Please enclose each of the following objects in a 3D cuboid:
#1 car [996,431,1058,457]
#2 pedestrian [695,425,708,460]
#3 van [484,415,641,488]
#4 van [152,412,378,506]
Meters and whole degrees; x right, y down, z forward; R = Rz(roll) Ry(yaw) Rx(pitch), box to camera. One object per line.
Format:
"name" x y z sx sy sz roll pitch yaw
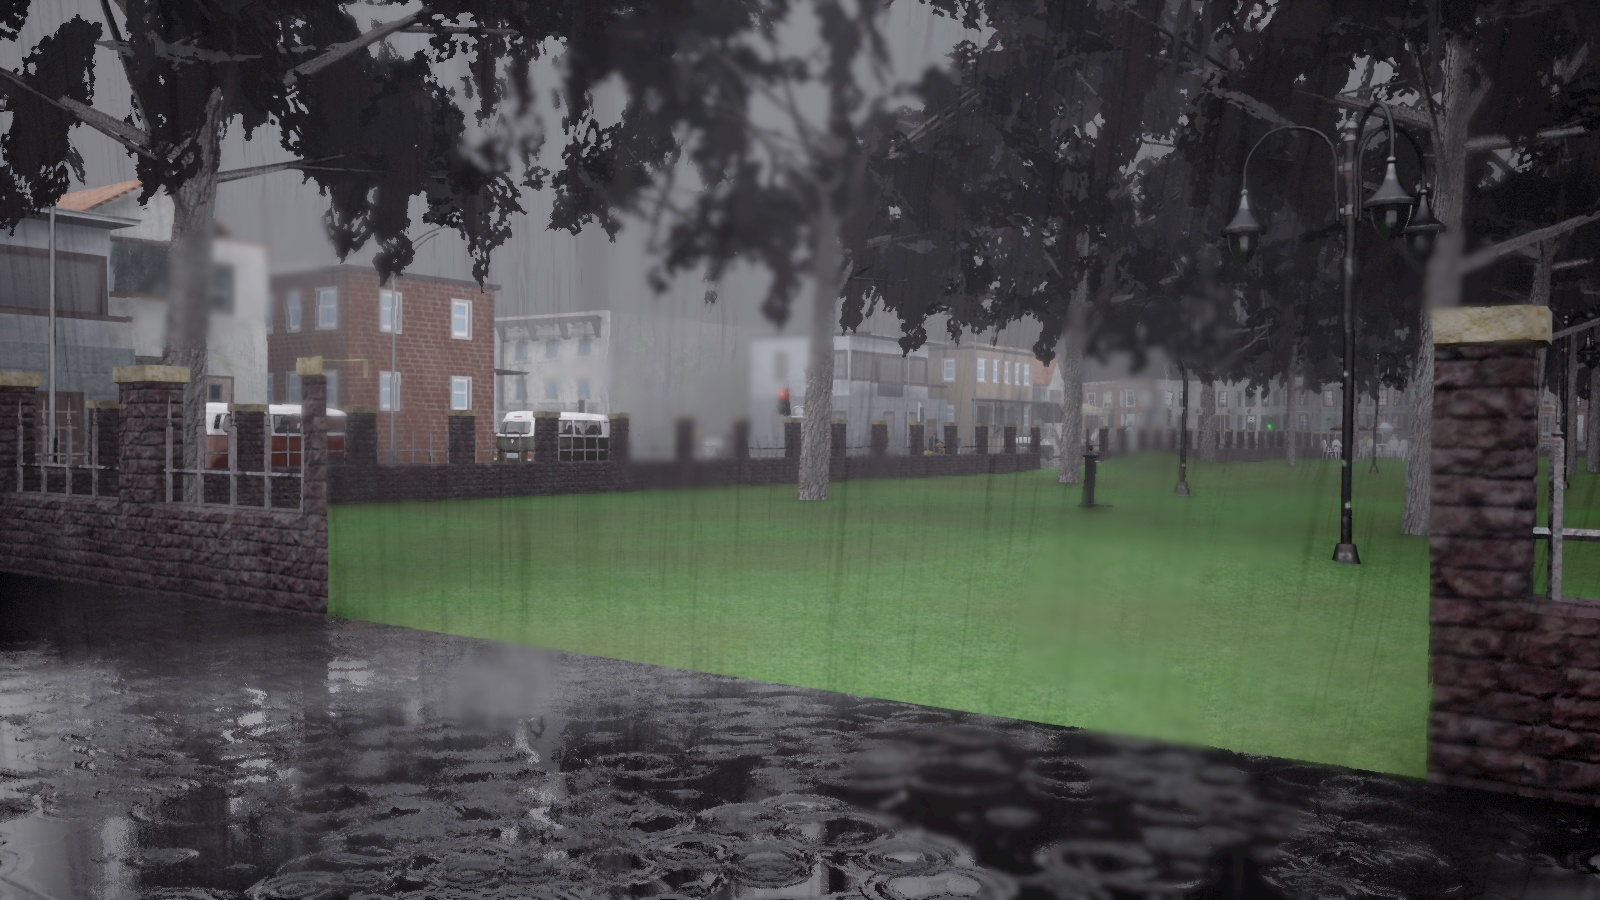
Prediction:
"car" 13.397 -0.373 73.902 1.812 1.442 4.674 0 1 35
"pedestrian" -5.225 -0.420 66.560 0.431 1.840 0.709 -1 1 -27
"van" -7.002 0.007 37.457 2.069 2.038 4.480 0 1 33
"van" -12.479 0.164 29.562 2.069 2.038 4.480 0 1 33
